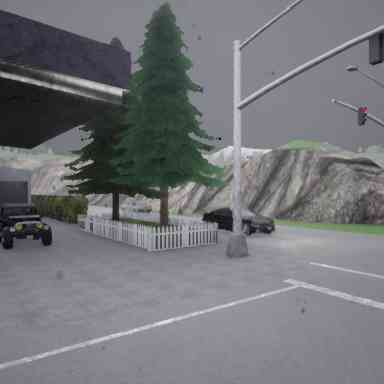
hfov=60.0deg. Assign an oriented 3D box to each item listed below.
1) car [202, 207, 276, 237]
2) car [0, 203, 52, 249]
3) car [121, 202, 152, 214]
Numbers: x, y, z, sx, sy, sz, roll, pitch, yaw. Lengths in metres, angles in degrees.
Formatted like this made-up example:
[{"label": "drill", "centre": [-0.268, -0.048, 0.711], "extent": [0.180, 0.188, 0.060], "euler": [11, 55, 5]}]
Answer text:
[{"label": "car", "centre": [2.668, 1.669, 19.812], "extent": [1.882, 1.535, 5.008], "euler": [0, 0, -36]}, {"label": "car", "centre": [-8.053, 1.505, 15.798], "extent": [1.905, 1.878, 3.866], "euler": [0, 0, -37]}, {"label": "car", "centre": [-6.479, 1.792, 38.375], "extent": [1.895, 1.301, 4.718], "euler": [0, 0, -36]}]
